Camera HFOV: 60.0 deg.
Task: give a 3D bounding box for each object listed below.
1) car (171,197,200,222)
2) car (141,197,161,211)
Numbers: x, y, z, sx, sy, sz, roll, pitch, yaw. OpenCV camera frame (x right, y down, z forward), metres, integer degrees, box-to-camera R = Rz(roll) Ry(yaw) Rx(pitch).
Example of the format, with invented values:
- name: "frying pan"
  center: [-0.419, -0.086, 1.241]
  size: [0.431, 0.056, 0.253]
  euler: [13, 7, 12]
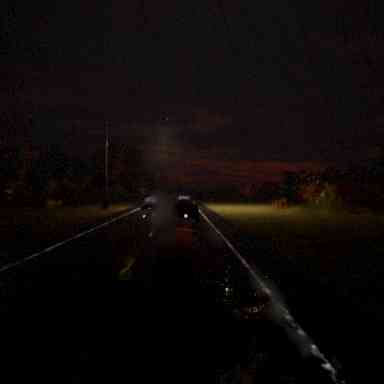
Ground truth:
- name: "car"
  center: [-0.483, 1.339, 24.398]
  size: [1.837, 1.490, 4.892]
  euler: [0, 0, -2]
- name: "car"
  center: [-4.508, 1.301, 37.103]
  size: [2.033, 1.411, 5.357]
  euler: [0, 0, -2]
